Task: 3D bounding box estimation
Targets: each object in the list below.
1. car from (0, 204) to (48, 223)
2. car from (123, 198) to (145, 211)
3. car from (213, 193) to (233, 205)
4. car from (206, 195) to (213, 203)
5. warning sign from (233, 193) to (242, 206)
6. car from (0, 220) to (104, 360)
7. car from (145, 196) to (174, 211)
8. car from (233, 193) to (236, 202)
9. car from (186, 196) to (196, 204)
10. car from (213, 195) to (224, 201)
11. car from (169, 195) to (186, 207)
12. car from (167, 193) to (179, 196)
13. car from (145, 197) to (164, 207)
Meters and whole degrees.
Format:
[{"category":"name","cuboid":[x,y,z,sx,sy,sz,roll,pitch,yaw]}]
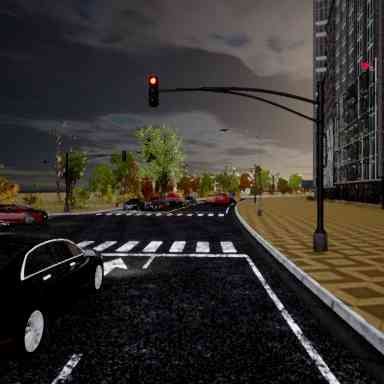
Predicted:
[{"category":"car","cuboid":[-12.437,1.572,23.407,4.181,1.385,1.994,0,0,-8]},{"category":"car","cuboid":[-7.104,1.524,41.486,1.812,1.442,4.674,0,0,7]},{"category":"car","cuboid":[5.527,1.231,58.992,2.150,2.045,5.566,0,0,10]},{"category":"car","cuboid":[4.324,1.362,70.802,2.097,1.767,4.553,0,0,12]},{"category":"warning sign","cuboid":[6.554,1.122,48.257,1.300,1.860,1.060,0,0,8]},{"category":"car","cuboid":[-3.011,1.504,5.935,1.837,1.490,4.892,0,0,1]},{"category":"car","cuboid":[-3.926,1.564,40.701,1.994,1.385,4.181,0,0,7]},{"category":"car","cuboid":[9.787,1.246,80.433,2.150,2.045,5.566,0,0,14]},{"category":"car","cuboid":[-0.395,1.533,63.694,1.812,1.442,4.674,0,0,11]},{"category":"car","cuboid":[6.469,1.392,80.534,1.812,1.442,4.674,0,0,14]},{"category":"car","cuboid":[-2.608,1.603,50.593,1.895,1.301,4.718,0,0,9]},{"category":"car","cuboid":[-3.746,1.224,63.539,2.150,2.045,5.566,0,0,10]},{"category":"car","cuboid":[-5.714,1.527,51.678,1.812,1.442,4.674,0,0,8]}]
